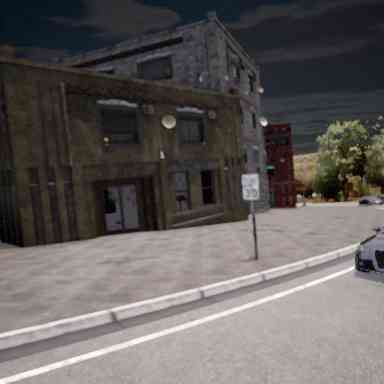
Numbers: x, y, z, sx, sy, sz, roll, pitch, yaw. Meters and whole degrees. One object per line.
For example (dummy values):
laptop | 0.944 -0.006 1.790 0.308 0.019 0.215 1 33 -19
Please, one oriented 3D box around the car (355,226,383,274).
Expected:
car | 6.110 1.415 9.063 4.181 1.385 1.994 -1 0 -43

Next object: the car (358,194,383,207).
car | 25.272 1.247 47.153 2.128 1.511 4.902 -5 -2 6
